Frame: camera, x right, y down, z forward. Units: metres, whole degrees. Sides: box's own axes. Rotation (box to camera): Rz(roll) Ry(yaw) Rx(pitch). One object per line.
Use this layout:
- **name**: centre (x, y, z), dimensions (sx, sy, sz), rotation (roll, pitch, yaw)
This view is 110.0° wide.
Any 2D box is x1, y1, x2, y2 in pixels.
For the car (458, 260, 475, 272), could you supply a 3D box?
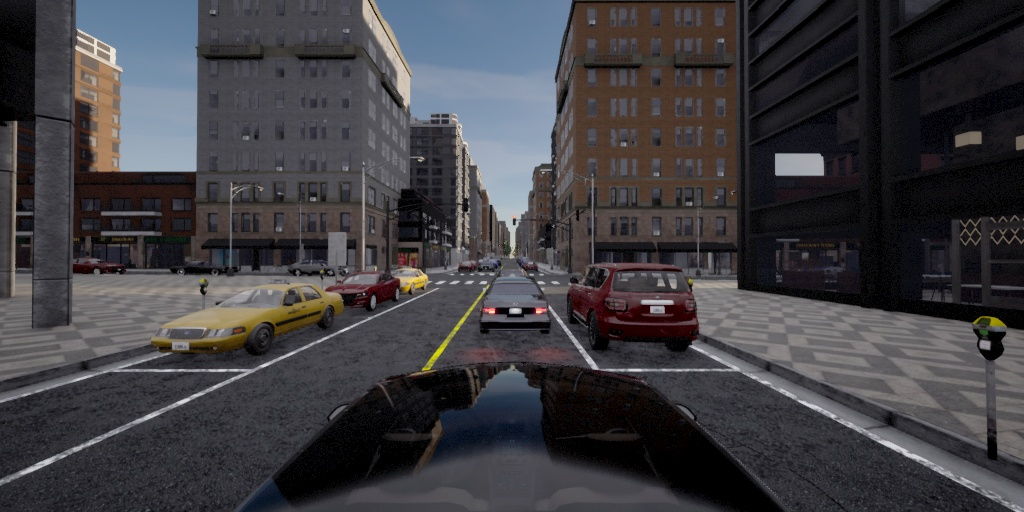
- **car**: centre (-6.016, 1.306, 47.197), dimensions (1.888, 1.381, 4.507), rotation (0, 0, 0)

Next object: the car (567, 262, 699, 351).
- **car**: centre (2.644, 1.066, 8.949), dimensions (2.192, 1.841, 5.009), rotation (0, 0, 0)

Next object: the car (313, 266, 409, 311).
- **car**: centre (-5.902, 1.298, 14.553), dimensions (1.888, 1.381, 4.507), rotation (0, 0, 0)

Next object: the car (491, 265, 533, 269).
- **car**: centre (0.005, 1.355, 20.406), dimensions (1.895, 1.301, 4.718), rotation (0, 0, 0)

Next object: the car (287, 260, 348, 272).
- **car**: centre (-16.864, 1.092, 31.321), dimensions (4.902, 1.511, 2.128), rotation (1, -1, 0)

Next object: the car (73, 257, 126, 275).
- **car**: centre (-36.856, 0.897, 31.382), dimensions (5.008, 1.535, 1.882), rotation (1, -1, 0)

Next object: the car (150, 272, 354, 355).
- **car**: centre (-5.881, 1.277, 8.758), dimensions (1.751, 1.417, 4.829), rotation (0, 0, 0)

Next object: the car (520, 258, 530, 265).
- **car**: centre (2.490, 1.344, 52.891), dimensions (1.802, 1.307, 4.207), rotation (0, 0, 0)

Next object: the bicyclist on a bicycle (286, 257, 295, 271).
- **bicyclist on a bicycle**: centre (-23.138, 0.909, 37.578), dimensions (0.582, 1.620, 1.656), rotation (0, 0, 0)

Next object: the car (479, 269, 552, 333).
- **car**: centre (0.060, 1.299, 10.679), dimensions (2.033, 1.411, 5.357), rotation (0, 0, 0)

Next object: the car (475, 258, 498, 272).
- **car**: centre (-3.263, 1.325, 46.528), dimensions (1.994, 1.385, 4.181), rotation (0, 0, -1)

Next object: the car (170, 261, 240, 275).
- **car**: centre (-26.761, 1.112, 31.346), dimensions (4.718, 1.301, 1.895), rotation (1, -1, 0)

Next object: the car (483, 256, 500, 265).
- **car**: centre (-3.282, 1.242, 57.188), dimensions (1.882, 1.535, 5.008), rotation (0, 0, 0)

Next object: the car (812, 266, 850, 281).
- **car**: centre (28.136, 1.554, 31.228), dimensions (4.181, 1.385, 1.994), rotation (0, -1, 0)

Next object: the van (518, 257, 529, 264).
- **van**: centre (2.450, 1.107, 64.238), dimensions (1.690, 1.789, 3.998), rotation (0, 0, 0)

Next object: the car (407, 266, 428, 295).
- **car**: centre (-5.921, 1.279, 20.007), dimensions (1.751, 1.417, 4.829), rotation (0, 0, 0)

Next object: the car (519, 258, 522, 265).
- **car**: centre (2.470, 1.346, 58.564), dimensions (1.802, 1.307, 4.207), rotation (0, 0, 0)

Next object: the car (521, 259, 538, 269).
- **car**: centre (2.510, 1.343, 47.218), dimensions (1.802, 1.307, 4.207), rotation (0, 0, 0)
